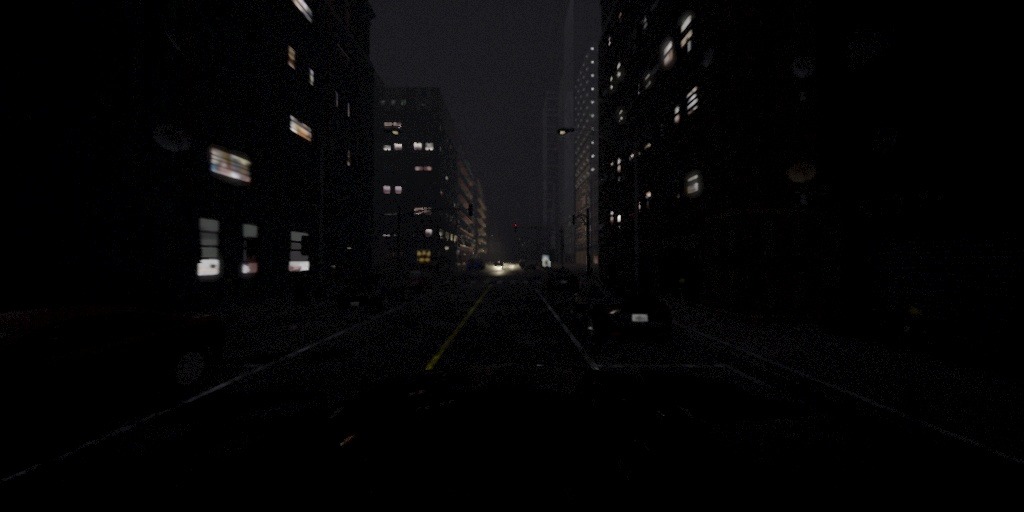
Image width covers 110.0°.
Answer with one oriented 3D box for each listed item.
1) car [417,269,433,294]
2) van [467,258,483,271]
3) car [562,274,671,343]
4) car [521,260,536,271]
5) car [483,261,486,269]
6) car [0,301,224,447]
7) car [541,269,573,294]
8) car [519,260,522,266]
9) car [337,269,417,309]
[{"bbox_3d":[-5.694,1.402,20.690,1.802,1.307,4.207,0,0,0],"label":"car"},{"bbox_3d":[-5.702,1.293,53.084,1.690,1.789,3.998,0,0,0],"label":"van"},{"bbox_3d":[2.690,1.345,9.633,1.948,1.339,4.313,0,0,0],"label":"car"},{"bbox_3d":[2.679,1.534,53.085,1.802,1.307,4.207,0,0,0],"label":"car"},{"bbox_3d":[-5.703,1.290,58.612,2.192,1.841,5.009,0,0,0],"label":"car"},{"bbox_3d":[-5.690,1.304,4.120,1.888,1.381,4.507,0,0,0],"label":"car"},{"bbox_3d":[2.687,1.386,20.680,1.948,1.339,4.313,0,0,0],"label":"car"},{"bbox_3d":[2.677,1.439,64.141,1.967,1.591,4.097,0,0,0],"label":"car"},{"bbox_3d":[-5.693,1.365,15.167,1.948,1.339,4.313,0,0,0],"label":"car"}]
